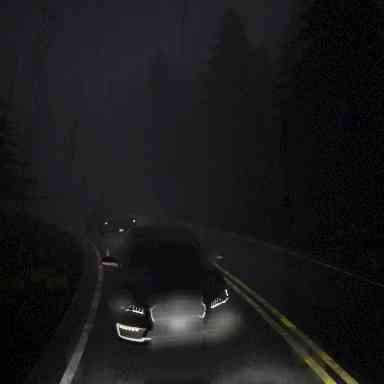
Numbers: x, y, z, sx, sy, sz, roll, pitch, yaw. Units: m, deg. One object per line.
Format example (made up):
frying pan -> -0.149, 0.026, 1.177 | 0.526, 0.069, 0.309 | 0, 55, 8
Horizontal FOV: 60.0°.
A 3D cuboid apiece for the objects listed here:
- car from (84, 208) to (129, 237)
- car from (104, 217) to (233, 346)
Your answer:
car -> -4.613, 1.607, 18.498 | 1.895, 1.301, 4.718 | -3, 1, -29
car -> -0.638, 1.493, 6.757 | 1.837, 1.490, 4.892 | -1, 0, -11
